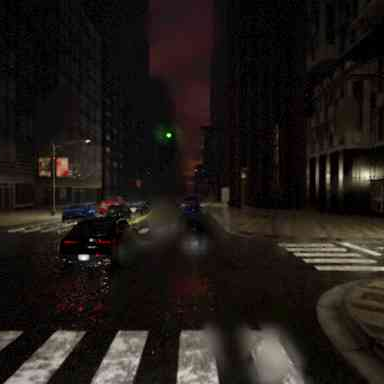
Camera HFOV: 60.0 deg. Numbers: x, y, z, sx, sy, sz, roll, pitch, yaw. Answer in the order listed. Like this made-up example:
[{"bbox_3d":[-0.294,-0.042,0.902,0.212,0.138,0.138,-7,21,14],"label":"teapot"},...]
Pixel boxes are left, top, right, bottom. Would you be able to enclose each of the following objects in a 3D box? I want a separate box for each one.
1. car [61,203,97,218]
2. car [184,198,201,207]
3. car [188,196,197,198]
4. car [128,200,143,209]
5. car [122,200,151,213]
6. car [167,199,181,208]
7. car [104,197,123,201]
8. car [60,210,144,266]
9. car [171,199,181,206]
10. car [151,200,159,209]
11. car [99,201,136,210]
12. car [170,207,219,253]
[{"bbox_3d":[-9.838,1.757,29.320,1.882,1.535,5.008,0,-1,-1],"label":"car"},{"bbox_3d":[0.095,1.854,39.415,1.882,1.535,5.008,0,-1,0],"label":"car"},{"bbox_3d":[0.030,1.814,61.770,2.150,2.045,5.566,0,0,1],"label":"car"},{"bbox_3d":[-9.784,2.118,57.984,1.994,1.385,4.181,0,-1,-1],"label":"car"},{"bbox_3d":[-6.588,1.873,40.037,2.128,1.511,4.902,0,0,0],"label":"car"},{"bbox_3d":[-3.257,2.123,58.509,1.994,1.385,4.181,0,-1,0],"label":"car"},{"bbox_3d":[-9.838,1.614,41.389,2.150,2.045,5.566,0,0,-1],"label":"car"},{"bbox_3d":[-3.146,1.641,12.092,1.837,1.490,4.892,0,0,0],"label":"car"},{"bbox_3d":[-3.258,2.102,68.512,1.812,1.442,4.674,0,-1,0],"label":"car"},{"bbox_3d":[-6.555,2.023,54.425,1.837,1.490,4.892,0,0,0],"label":"car"},{"bbox_3d":[-6.596,1.789,29.778,1.837,1.490,4.892,0,-1,0],"label":"car"},{"bbox_3d":[0.105,1.646,14.491,1.837,1.490,4.892,1,0,0],"label":"car"}]
